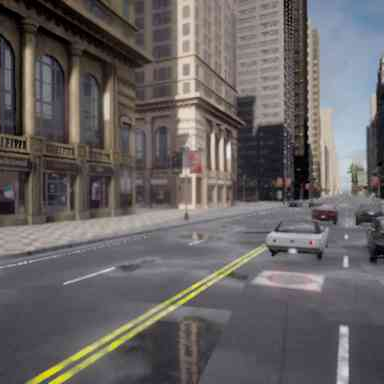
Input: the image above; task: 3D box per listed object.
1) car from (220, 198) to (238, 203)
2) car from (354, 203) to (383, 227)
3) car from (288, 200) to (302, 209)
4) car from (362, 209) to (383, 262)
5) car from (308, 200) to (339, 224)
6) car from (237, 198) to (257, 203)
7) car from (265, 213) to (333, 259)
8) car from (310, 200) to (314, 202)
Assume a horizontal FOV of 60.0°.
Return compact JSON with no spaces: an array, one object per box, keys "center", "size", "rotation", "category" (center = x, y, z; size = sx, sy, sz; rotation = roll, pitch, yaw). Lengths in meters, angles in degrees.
[{"center":[10.430,2.309,93.171],"size":[4.829,1.417,1.752],"rotation":[0,0,25],"category":"car"},{"center":[13.731,1.607,25.693],"size":[2.097,1.767,4.553],"rotation":[0,-1,25],"category":"car"},{"center":[18.153,2.141,58.367],"size":[2.033,1.411,5.357],"rotation":[0,-1,26],"category":"car"},{"center":[7.430,1.629,12.173],"size":[1.837,1.490,4.892],"rotation":[0,0,25],"category":"car"},{"center":[11.148,1.759,27.825],"size":[1.882,1.535,5.008],"rotation":[0,0,25],"category":"car"},{"center":[15.388,2.343,90.895],"size":[4.507,1.381,1.887],"rotation":[0,0,25],"category":"car"},{"center":[4.374,1.738,13.314],"size":[1.895,1.301,4.718],"rotation":[0,-1,25],"category":"car"},{"center":[21.199,2.056,57.242],"size":[1.882,1.535,5.008],"rotation":[0,-1,26],"category":"car"}]
